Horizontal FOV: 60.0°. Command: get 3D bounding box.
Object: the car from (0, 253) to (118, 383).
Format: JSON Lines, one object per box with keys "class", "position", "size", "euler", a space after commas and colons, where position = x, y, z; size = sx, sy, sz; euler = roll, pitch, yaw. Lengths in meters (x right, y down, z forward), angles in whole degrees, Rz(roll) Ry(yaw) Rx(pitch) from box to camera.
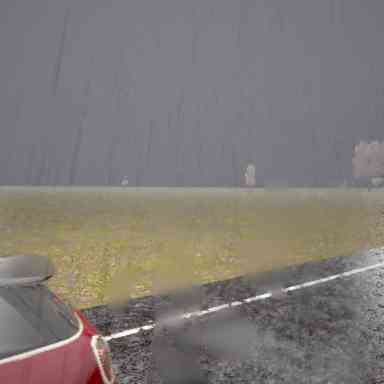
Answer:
{"class": "car", "position": [-2.800, 1.357, 1.995], "size": [4.553, 1.767, 2.097], "euler": [0, 0, -36]}
